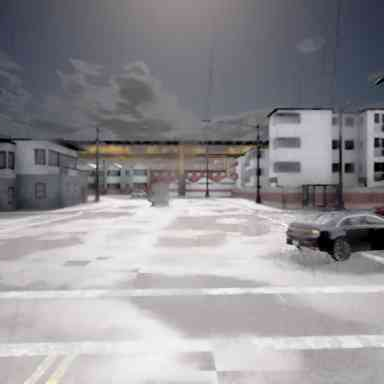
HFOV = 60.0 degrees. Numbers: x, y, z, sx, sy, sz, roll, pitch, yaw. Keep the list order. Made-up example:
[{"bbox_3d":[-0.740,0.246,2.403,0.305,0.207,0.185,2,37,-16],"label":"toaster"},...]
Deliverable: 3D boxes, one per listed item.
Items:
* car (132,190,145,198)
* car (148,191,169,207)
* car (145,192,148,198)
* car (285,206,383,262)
[{"bbox_3d":[-9.492,0.384,60.408,1.812,1.442,4.674,0,2,-30],"label":"car"},{"bbox_3d":[-3.916,0.810,41.004,2.097,1.767,4.553,0,1,-5],"label":"car"},{"bbox_3d":[-5.553,0.664,50.859,1.837,1.490,4.892,0,2,-16],"label":"car"},{"bbox_3d":[5.647,1.423,11.640,4.902,1.511,2.128,0,0,-21],"label":"car"}]
